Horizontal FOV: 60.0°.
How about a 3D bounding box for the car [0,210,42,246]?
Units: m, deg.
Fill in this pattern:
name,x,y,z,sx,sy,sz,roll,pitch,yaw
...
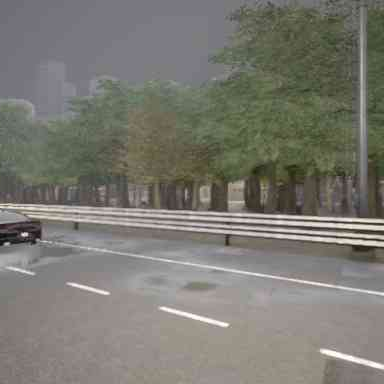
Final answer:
name,x,y,z,sx,sy,sz,roll,pitch,yaw
car,-8.430,1.497,14.203,5.008,1.535,1.882,0,0,36
